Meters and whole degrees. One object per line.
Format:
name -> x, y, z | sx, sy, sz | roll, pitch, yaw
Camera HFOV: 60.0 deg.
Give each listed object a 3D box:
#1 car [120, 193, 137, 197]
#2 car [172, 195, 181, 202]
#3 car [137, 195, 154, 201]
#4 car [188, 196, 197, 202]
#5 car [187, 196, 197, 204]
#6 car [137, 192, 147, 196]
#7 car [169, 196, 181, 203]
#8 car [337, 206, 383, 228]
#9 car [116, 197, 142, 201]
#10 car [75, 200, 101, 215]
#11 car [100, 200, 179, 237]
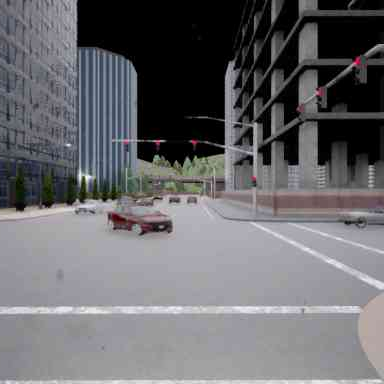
car -> -10.576, 1.353, 52.342 | 2.097, 1.767, 4.553 | 0, 0, 0
car -> -3.477, 1.507, 73.669 | 1.812, 1.442, 4.674 | 0, 0, 0
car -> -7.076, 1.563, 52.429 | 1.994, 1.385, 4.181 | 0, 0, 0
car -> 0.023, 1.578, 73.698 | 1.895, 1.301, 4.718 | 0, 0, 0
car -> 0.020, 1.491, 64.593 | 2.128, 1.511, 4.902 | 0, 0, 0
car -> -10.478, 0.943, 68.574 | 2.150, 2.045, 5.566 | 0, 0, 0
car -> -3.480, 1.505, 64.595 | 1.837, 1.490, 4.892 | 0, 0, 0
car -> 11.886, 1.545, 21.265 | 4.718, 1.301, 1.895 | 0, 0, 0
car -> -7.088, 1.563, 36.785 | 1.994, 1.385, 4.181 | 0, 0, 0
car -> -10.587, 1.526, 34.465 | 1.812, 1.442, 4.674 | 0, 0, 0
car -> -3.009, 1.447, 18.280 | 1.882, 1.535, 5.008 | -1, 1, -37
